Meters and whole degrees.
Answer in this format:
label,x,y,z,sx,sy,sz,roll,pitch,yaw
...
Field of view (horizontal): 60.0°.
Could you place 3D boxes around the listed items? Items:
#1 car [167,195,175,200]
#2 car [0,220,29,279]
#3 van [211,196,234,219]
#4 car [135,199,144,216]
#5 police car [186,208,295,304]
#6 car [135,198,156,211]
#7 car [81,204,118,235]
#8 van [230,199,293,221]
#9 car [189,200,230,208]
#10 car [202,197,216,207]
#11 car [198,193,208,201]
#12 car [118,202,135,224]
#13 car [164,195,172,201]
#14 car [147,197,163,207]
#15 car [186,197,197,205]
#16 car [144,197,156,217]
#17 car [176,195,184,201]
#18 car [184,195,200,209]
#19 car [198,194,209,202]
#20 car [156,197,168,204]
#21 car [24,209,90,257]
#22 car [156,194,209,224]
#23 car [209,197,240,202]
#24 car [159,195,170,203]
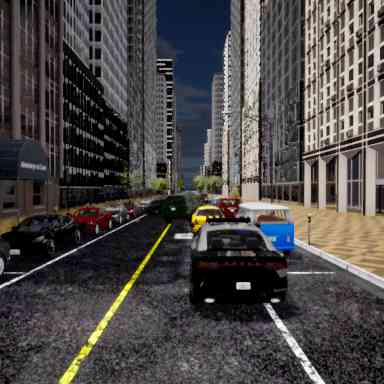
label,x,y,z,sx,sy,sz,roll,pitch,yaw
car,-5.793,1.539,92.466,1.947,1.339,4.313,-1,0,0
car,-5.707,1.549,7.211,2.008,1.369,4.403,-1,0,0
van,2.649,1.334,29.954,1.690,1.788,3.998,-1,0,0
car,-5.729,1.575,29.946,1.802,1.307,4.206,-1,0,0
police car,0.889,1.423,8.357,1.930,1.638,5.238,0,0,0
car,-5.741,1.541,41.313,2.008,1.369,4.403,-1,0,0
car,-5.718,1.540,18.578,1.887,1.381,4.507,-1,0,0
van,2.666,1.338,12.903,1.690,1.788,3.998,-1,0,0
car,0.880,1.451,18.437,1.801,1.575,5.366,0,0,0
car,2.628,1.538,52.688,2.008,1.369,4.403,-1,0,0
car,2.597,1.293,81.108,2.192,1.841,5.009,-1,0,0
car,-5.725,1.545,24.262,2.008,1.369,4.403,-1,0,0
car,-5.781,1.503,80.929,1.752,1.417,4.829,-1,0,0
car,-5.753,1.538,52.680,2.008,1.369,4.403,-1,0,0
car,-0.062,1.549,59.258,1.994,1.385,4.181,0,0,0
car,-3.131,1.470,31.783,1.882,1.535,5.008,0,0,0
car,-3.090,1.576,87.357,1.895,1.301,4.718,0,0,0
car,-0.028,1.341,46.158,2.097,1.767,4.553,0,0,0
car,2.602,1.295,75.423,2.192,1.841,5.009,-1,0,0
car,-5.764,1.565,64.047,1.802,1.307,4.206,-1,0,0
car,-5.712,1.563,12.895,1.947,1.339,4.313,-1,0,0
car,-0.169,1.214,24.631,2.150,2.045,5.566,-1,0,24
car,2.654,1.309,24.271,2.192,1.841,5.009,-1,0,0
car,-5.771,1.422,69.731,1.967,1.590,4.097,-1,0,0
